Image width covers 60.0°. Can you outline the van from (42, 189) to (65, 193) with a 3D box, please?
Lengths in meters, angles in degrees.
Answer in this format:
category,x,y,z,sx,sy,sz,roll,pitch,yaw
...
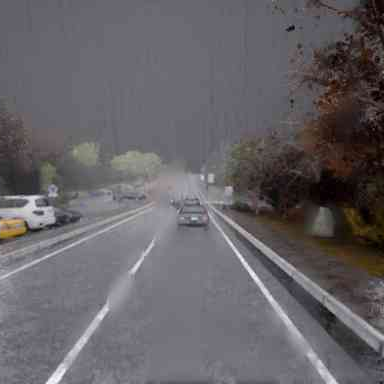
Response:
category,x,y,z,sx,sy,sz,roll,pitch,yaw
van,-23.163,0.446,52.883,4.442,1.987,1.878,1,1,0

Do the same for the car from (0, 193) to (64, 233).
category,x,y,z,sx,sy,sz,roll,pitch,yaw
car,-10.143,1.215,17.534,5.566,2.045,2.435,0,0,0

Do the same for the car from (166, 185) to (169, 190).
category,x,y,z,sx,sy,sz,roll,pitch,yaw
car,-9.972,-0.490,94.678,5.008,1.535,2.097,0,3,0

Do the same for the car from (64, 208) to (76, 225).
category,x,y,z,sx,sy,sz,roll,pitch,yaw
car,-10.106,1.466,20.310,5.008,1.535,2.097,0,0,0

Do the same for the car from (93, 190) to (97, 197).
category,x,y,z,sx,sy,sz,roll,pitch,yaw
car,-23.168,0.487,69.499,4.792,1.488,2.163,0,1,0

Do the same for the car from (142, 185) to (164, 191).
category,x,y,z,sx,sy,sz,roll,pitch,yaw
car,-10.070,-0.108,83.539,4.553,1.767,2.185,0,2,0

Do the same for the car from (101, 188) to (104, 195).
category,x,y,z,sx,sy,sz,roll,pitch,yaw
car,-23.161,0.308,75.077,5.008,1.535,2.097,0,2,0

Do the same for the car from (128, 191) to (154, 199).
category,x,y,z,sx,sy,sz,roll,pitch,yaw
car,-10.126,0.517,66.828,4.892,1.521,2.231,0,1,0

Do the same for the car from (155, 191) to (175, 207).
category,x,y,z,sx,sy,sz,roll,pitch,yaw
car,-3.394,1.074,45.004,2.097,1.767,4.553,0,1,0

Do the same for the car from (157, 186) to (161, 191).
category,x,y,z,sx,sy,sz,roll,pitch,yaw
car,-10.054,0.182,75.182,4.553,1.767,2.185,0,2,0

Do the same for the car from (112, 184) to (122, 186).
category,x,y,z,sx,sy,sz,roll,pitch,yaw
car,-23.101,-0.599,91.784,5.566,2.045,2.435,0,3,0

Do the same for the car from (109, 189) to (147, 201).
category,x,y,z,sx,sy,sz,roll,pitch,yaw
car,-10.181,0.704,52.896,4.792,1.488,2.163,0,0,0

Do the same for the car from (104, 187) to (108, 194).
category,x,y,z,sx,sy,sz,roll,pitch,yaw
car,-23.144,0.217,77.994,4.892,1.521,2.231,0,2,0

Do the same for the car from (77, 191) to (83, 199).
category,x,y,z,sx,sy,sz,roll,pitch,yaw
car,-23.272,0.627,61.257,4.792,1.488,2.163,0,1,0

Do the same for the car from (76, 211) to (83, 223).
category,x,y,z,sx,sy,sz,roll,pitch,yaw
car,-10.059,1.495,23.086,4.792,1.488,2.163,0,0,0

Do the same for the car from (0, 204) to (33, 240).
category,x,y,z,sx,sy,sz,roll,pitch,yaw
car,-10.313,1.464,14.759,5.366,1.575,1.946,0,0,0

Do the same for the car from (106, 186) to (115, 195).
category,x,y,z,sx,sy,sz,roll,pitch,yaw
car,-22.919,-0.098,86.222,5.366,1.575,1.946,0,2,0

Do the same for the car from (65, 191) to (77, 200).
category,x,y,z,sx,sy,sz,roll,pitch,yaw
car,-23.262,0.668,58.345,4.674,1.452,2.002,0,0,0

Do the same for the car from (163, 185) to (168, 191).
category,x,y,z,sx,sy,sz,roll,pitch,yaw
car,-9.986,-0.351,91.893,5.008,1.535,2.097,0,3,0

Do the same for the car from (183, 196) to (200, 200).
category,x,y,z,sx,sy,sz,roll,pitch,yaw
car,-0.002,1.270,40.676,2.128,1.511,4.902,0,0,0

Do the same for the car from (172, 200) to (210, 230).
category,x,y,z,sx,sy,sz,roll,pitch,yaw
car,0.071,1.433,19.895,2.033,1.411,5.357,0,0,0

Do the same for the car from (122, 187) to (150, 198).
category,x,y,z,sx,sy,sz,roll,pitch,yaw
car,-10.210,0.506,58.465,4.553,1.767,2.185,0,1,0

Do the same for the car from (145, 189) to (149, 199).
category,x,y,z,sx,sy,sz,roll,pitch,yaw
car,-10.224,0.682,55.680,4.792,1.488,2.163,0,0,0

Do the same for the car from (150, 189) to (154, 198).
category,x,y,z,sx,sy,sz,roll,pitch,yaw
car,-10.158,0.602,61.245,5.008,1.535,2.097,0,1,0

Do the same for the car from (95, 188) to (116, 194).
category,x,y,z,sx,sy,sz,roll,pitch,yaw
car,-23.094,-0.217,89.009,5.008,1.535,2.097,0,3,0

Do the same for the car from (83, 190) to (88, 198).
category,x,y,z,sx,sy,sz,roll,pitch,yaw
car,-23.413,0.556,64.049,5.366,1.575,1.946,0,1,0

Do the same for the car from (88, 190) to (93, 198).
category,x,y,z,sx,sy,sz,roll,pitch,yaw
car,-23.398,0.509,66.844,5.366,1.575,1.946,0,1,0

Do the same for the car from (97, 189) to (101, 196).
category,x,y,z,sx,sy,sz,roll,pitch,yaw
car,-23.177,0.386,72.288,5.008,1.535,2.097,0,1,0

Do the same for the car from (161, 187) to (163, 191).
category,x,y,z,sx,sy,sz,roll,pitch,yaw
car,-10.084,0.152,80.759,4.792,1.488,2.163,0,2,0

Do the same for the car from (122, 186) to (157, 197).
category,x,y,z,sx,sy,sz,roll,pitch,yaw
car,-10.176,0.313,64.035,5.566,2.045,2.435,0,1,0

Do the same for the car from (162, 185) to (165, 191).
category,x,y,z,sx,sy,sz,roll,pitch,yaw
car,-10.055,-0.222,86.317,4.553,1.767,2.185,0,3,0
